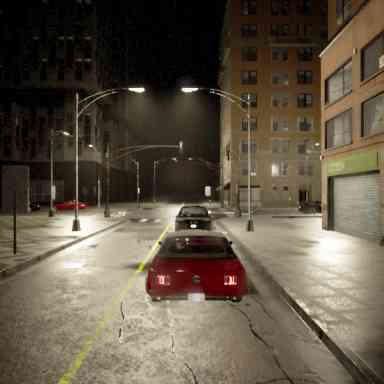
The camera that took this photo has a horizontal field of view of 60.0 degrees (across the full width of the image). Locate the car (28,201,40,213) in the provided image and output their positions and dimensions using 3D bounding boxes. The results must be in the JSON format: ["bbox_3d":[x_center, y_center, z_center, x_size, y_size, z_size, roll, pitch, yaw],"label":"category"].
[{"bbox_3d":[-20.181,1.725,39.226,4.313,1.339,1.947,0,0,0],"label":"car"}]

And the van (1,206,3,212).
[{"bbox_3d":[-20.169,1.425,30.702,3.998,1.788,1.690,0,0,0],"label":"van"}]

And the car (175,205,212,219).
[{"bbox_3d":[0.069,1.474,18.331,1.882,1.535,5.008,0,0,0],"label":"car"}]

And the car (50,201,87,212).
[{"bbox_3d":[-14.532,1.701,39.229,4.206,1.307,1.802,0,0,0],"label":"car"}]

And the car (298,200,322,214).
[{"bbox_3d":[12.057,1.415,30.720,4.313,1.339,1.947,0,0,0],"label":"car"}]

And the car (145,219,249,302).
[{"bbox_3d":[0.086,1.601,8.183,1.895,1.301,4.718,0,0,0],"label":"car"}]
